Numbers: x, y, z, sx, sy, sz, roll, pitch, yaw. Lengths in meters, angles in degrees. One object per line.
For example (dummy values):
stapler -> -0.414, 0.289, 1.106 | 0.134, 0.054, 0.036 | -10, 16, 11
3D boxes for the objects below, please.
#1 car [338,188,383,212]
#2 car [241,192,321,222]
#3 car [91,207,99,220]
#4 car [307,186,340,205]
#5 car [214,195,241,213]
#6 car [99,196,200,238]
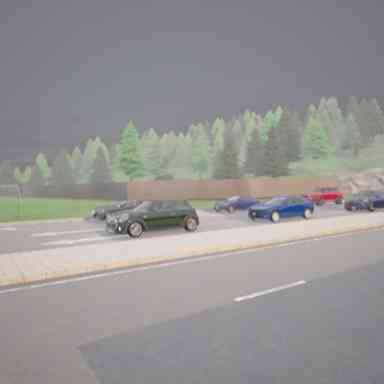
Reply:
car -> 14.661, 0.624, 27.585 | 4.553, 1.767, 2.097 | -2, 1, -34
car -> 5.858, 1.015, 21.716 | 5.008, 1.535, 1.882 | -2, 1, -34
car -> -4.517, 1.206, 23.198 | 4.902, 1.511, 2.128 | -2, 1, -34
car -> 13.792, 0.386, 35.414 | 5.566, 2.045, 2.150 | -1, 1, -33
car -> 4.048, 0.982, 28.920 | 4.674, 1.442, 1.812 | -2, 1, -33
car -> -1.917, 1.124, 16.524 | 4.553, 1.767, 2.097 | -2, 1, -34
